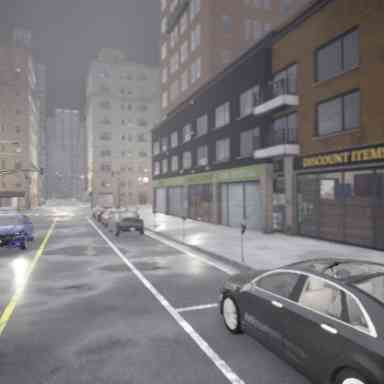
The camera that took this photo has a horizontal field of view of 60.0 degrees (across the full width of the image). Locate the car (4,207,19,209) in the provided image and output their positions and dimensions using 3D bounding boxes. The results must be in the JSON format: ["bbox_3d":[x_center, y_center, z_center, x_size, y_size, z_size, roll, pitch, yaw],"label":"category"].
[{"bbox_3d":[-17.860,2.140,32.864,1.887,1.381,4.507,-1,0,-20],"label":"car"}]

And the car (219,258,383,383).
[{"bbox_3d":[1.825,1.569,4.434,2.008,1.369,4.403,-1,0,-20],"label":"car"}]

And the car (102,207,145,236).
[{"bbox_3d":[-4.013,1.814,20.140,2.008,1.369,4.403,-1,0,-20],"label":"car"}]

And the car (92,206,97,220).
[{"bbox_3d":[-7.906,1.989,30.610,1.947,1.339,4.313,-1,0,-20],"label":"car"}]

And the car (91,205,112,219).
[{"bbox_3d":[-9.852,2.084,35.845,1.802,1.307,4.206,-1,0,-20],"label":"car"}]

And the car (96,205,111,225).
[{"bbox_3d":[-6.020,1.871,25.534,1.752,1.417,4.829,-1,0,-20],"label":"car"}]

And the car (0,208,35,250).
[{"bbox_3d":[-8.586,1.766,15.609,1.882,1.535,5.008,-1,-1,-20],"label":"car"}]
